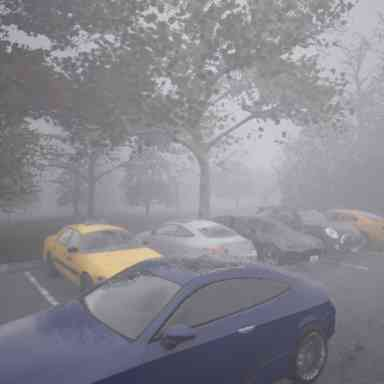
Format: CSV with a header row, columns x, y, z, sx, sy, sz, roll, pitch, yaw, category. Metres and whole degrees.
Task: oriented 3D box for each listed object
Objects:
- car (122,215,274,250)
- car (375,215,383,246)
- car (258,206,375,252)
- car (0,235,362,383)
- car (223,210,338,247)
x,y,z,sx,sy,sz,roll,pitch,yaw,category
-0.116,1.536,9.989,2.002,1.452,4.674,0,0,-36,car
6.538,1.516,14.758,2.097,1.535,5.008,0,0,-36,car
4.265,1.384,13.173,2.185,1.767,4.553,0,0,-36,car
-0.178,1.531,3.859,4.674,1.442,1.812,0,0,-36,car
2.151,1.532,11.581,2.163,1.488,4.792,0,0,-36,car
